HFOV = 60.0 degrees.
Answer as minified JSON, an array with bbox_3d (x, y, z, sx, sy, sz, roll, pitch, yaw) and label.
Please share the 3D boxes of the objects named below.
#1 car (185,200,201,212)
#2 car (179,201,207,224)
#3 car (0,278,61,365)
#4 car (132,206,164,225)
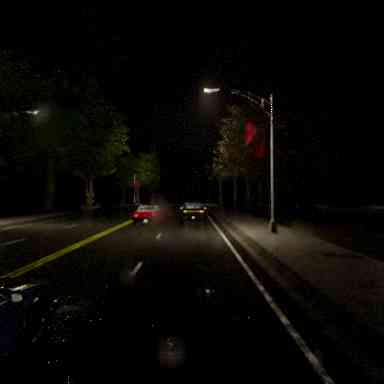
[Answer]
[{"bbox_3d":[0.089,1.810,42.885,1.994,1.385,4.181,0,-1,0],"label":"car"},{"bbox_3d":[0.093,1.570,25.115,2.128,1.511,4.902,0,0,0],"label":"car"},{"bbox_3d":[-3.151,1.551,3.200,2.033,1.411,5.357,0,0,0],"label":"car"},{"bbox_3d":[-3.157,1.678,24.929,1.895,1.301,4.718,0,0,0],"label":"car"}]
